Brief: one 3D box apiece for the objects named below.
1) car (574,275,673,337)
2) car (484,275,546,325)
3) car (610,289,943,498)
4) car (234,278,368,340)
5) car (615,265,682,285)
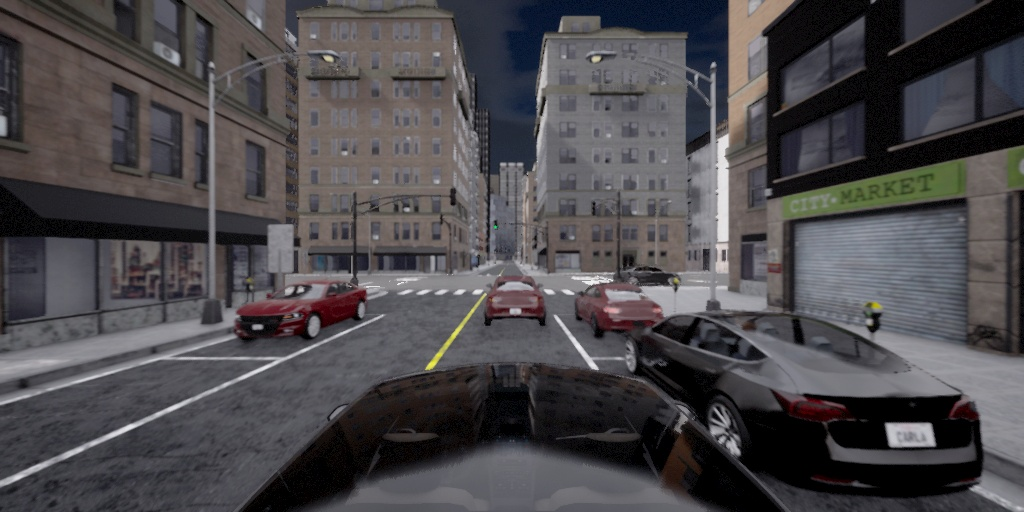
[{"bbox_3d":[2.877,1.398,10.239,1.802,1.307,4.207,0,0,0],"label":"car"},{"bbox_3d":[0.095,1.356,12.045,1.812,1.442,4.674,0,0,0],"label":"car"},{"bbox_3d":[2.876,1.339,4.654,1.948,1.339,4.313,0,0,0],"label":"car"},{"bbox_3d":[-5.668,1.361,10.239,1.888,1.381,4.507,0,0,0],"label":"car"},{"bbox_3d":[10.095,1.437,26.709,4.892,1.490,1.837,0,-1,-2],"label":"car"}]
